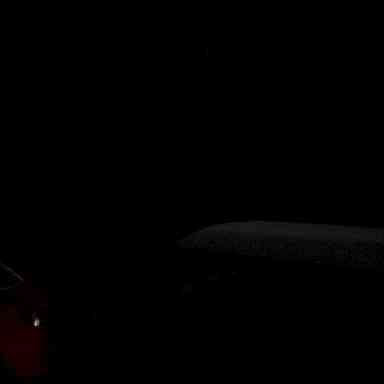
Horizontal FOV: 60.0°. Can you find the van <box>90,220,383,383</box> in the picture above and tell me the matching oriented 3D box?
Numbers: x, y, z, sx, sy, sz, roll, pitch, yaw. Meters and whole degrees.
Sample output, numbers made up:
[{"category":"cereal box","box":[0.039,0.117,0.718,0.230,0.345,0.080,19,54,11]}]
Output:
[{"category":"van","box":[1.527,1.252,2.192,4.442,1.987,1.878,0,0,36]}]

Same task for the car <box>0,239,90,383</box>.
[{"category":"car","box":[-2.960,1.508,5.303,4.792,1.488,2.163,0,0,35]}]
